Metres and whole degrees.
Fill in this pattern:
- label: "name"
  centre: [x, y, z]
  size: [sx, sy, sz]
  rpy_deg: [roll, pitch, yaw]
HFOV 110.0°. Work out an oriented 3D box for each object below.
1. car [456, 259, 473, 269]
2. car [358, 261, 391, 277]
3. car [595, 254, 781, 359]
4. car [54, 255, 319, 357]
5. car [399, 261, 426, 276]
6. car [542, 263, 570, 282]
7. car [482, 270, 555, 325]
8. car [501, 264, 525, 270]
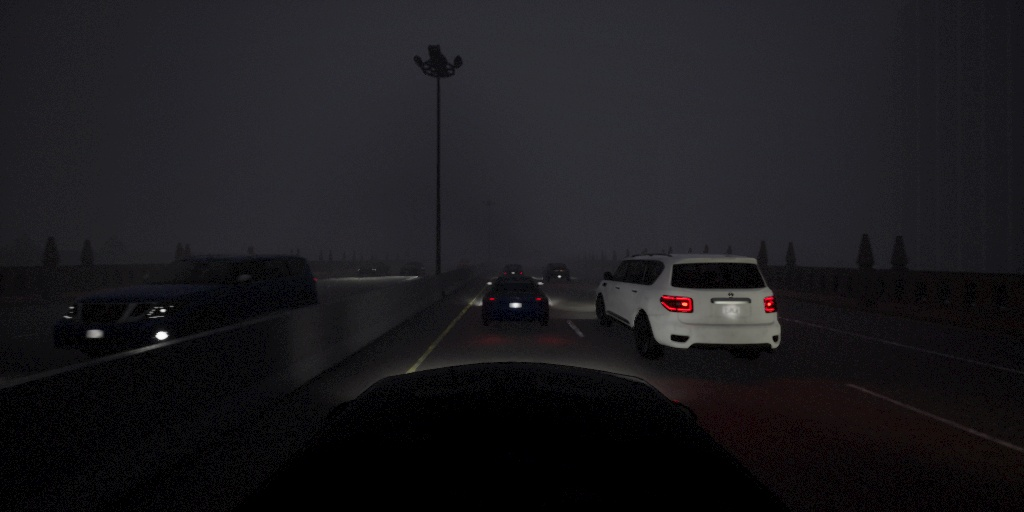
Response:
- label: "car"
  centre: [-7.068, 1.223, 53.905]
  size: [2.097, 1.767, 4.553]
  rpy_deg: [0, 0, 0]
- label: "car"
  centre: [-14.096, 1.299, 36.875]
  size: [1.882, 1.535, 5.008]
  rpy_deg: [0, 0, 0]
- label: "car"
  centre: [3.598, 0.979, 8.568]
  size: [2.150, 2.045, 5.566]
  rpy_deg: [0, 0, 0]
- label: "car"
  centre: [-7.112, 0.979, 8.895]
  size: [2.150, 2.045, 5.566]
  rpy_deg: [0, 0, 0]
- label: "car"
  centre: [-10.598, 1.330, 38.406]
  size: [1.837, 1.490, 4.892]
  rpy_deg: [0, 0, 0]
- label: "car"
  centre: [3.592, 1.305, 29.528]
  size: [1.837, 1.490, 4.892]
  rpy_deg: [0, 0, 0]
- label: "car"
  centre: [0.098, 1.326, 11.851]
  size: [1.994, 1.385, 4.181]
  rpy_deg: [0, 0, 0]
- label: "car"
  centre: [0.093, 1.348, 29.721]
  size: [2.033, 1.411, 5.357]
  rpy_deg: [0, 0, 0]
